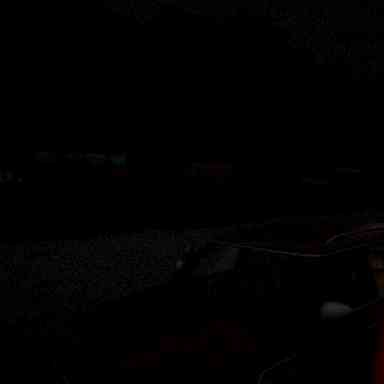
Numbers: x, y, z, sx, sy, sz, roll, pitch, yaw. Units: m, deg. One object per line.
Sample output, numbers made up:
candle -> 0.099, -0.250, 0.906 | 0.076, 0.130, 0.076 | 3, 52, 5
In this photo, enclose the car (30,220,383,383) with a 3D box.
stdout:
car -> 1.063, 1.307, 3.592 | 5.009, 1.841, 2.192 | 0, -1, -36
